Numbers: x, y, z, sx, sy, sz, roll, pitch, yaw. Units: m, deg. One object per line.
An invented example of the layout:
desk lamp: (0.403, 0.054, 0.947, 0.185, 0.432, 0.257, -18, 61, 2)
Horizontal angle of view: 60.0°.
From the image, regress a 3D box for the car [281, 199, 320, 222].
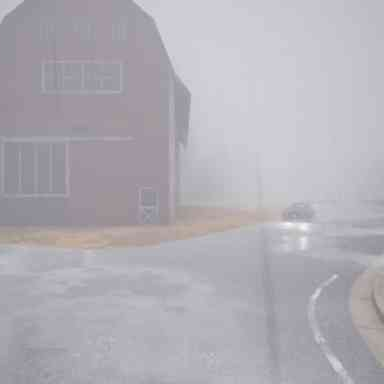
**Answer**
car: (8.216, 1.512, 25.443, 1.994, 1.385, 4.181, 0, 0, 29)

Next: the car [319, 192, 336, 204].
car: (24.486, 1.085, 60.256, 2.150, 2.045, 5.566, 0, 0, 11)

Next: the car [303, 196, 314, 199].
car: (19.828, 1.349, 56.494, 1.882, 1.535, 5.008, 0, 0, 15)
